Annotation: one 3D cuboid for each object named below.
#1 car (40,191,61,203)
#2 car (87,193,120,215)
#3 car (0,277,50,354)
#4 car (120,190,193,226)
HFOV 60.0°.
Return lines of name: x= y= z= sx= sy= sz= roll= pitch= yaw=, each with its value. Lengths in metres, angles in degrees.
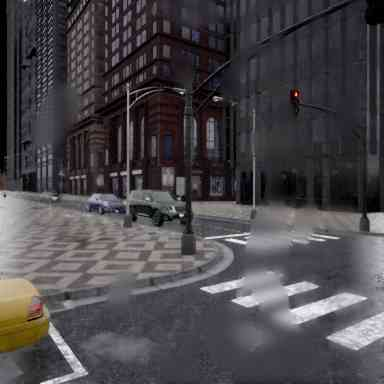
car: x=-18.675 y=0.665 z=43.907 sx=2.128 sy=1.511 sz=4.902 roll=0 pitch=1 yaw=-35
car: x=-7.110 y=0.874 z=27.700 sx=2.097 sy=1.767 sz=4.553 roll=0 pitch=1 yaw=-35
car: x=-4.223 y=1.525 z=3.643 sx=4.829 sy=1.417 sz=1.752 roll=0 pitch=0 yaw=-35
car: x=-2.192 y=0.899 z=20.836 sx=2.150 sy=2.045 sz=5.566 roll=0 pitch=1 yaw=-36
